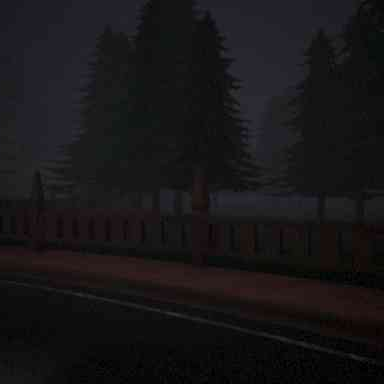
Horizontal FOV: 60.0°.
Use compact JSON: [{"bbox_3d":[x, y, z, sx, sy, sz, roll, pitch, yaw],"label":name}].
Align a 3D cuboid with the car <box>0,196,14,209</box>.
[{"bbox_3d":[-22.396,1.224,37.079,2.097,1.767,4.553,0,0,19],"label":"car"}]
